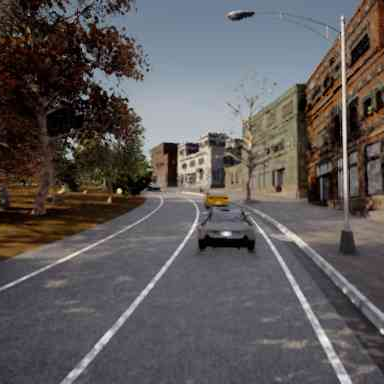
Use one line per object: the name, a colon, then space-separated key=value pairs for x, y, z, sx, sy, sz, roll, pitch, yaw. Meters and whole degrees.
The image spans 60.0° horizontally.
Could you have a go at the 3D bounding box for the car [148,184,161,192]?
car: x=-7.197 y=-0.782 z=63.310 sx=1.882 sy=1.535 sz=5.008 roll=2 pitch=2 yaw=-17

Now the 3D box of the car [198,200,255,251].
car: x=1.327 y=1.246 z=12.743 sx=1.994 sy=1.385 sz=4.181 roll=0 pitch=2 yaw=6

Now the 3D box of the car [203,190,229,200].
car: x=2.048 y=0.573 z=28.654 sx=1.882 sy=1.535 sz=5.008 roll=1 pitch=2 yaw=-1
